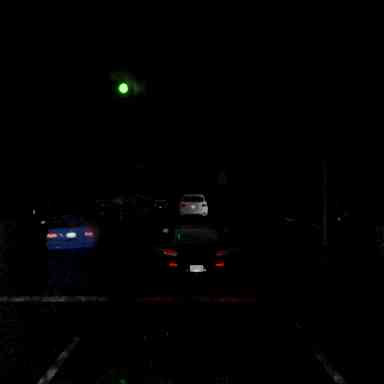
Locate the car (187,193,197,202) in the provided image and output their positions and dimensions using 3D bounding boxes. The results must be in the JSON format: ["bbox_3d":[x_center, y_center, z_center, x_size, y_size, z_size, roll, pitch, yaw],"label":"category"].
[{"bbox_3d":[-0.005,1.056,69.798,2.097,1.767,4.553,0,1,0],"label":"car"}]

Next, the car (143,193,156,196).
[{"bbox_3d":[-6.991,1.334,59.095,1.882,1.535,5.008,0,1,0],"label":"car"}]

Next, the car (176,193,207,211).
[{"bbox_3d":[0.101,1.186,27.654,2.150,2.045,5.566,0,0,0],"label":"car"}]

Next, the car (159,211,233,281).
[{"bbox_3d":[0.101,1.514,9.653,1.812,1.442,4.674,0,0,0],"label":"car"}]

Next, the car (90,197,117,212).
[{"bbox_3d":[-10.577,1.477,39.015,1.812,1.442,4.674,0,0,0],"label":"car"}]

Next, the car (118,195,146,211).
[{"bbox_3d":[-7.073,1.428,39.643,1.882,1.535,5.008,0,0,0],"label":"car"}]

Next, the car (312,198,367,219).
[{"bbox_3d":[12.014,1.320,26.569,4.553,1.767,2.097,0,0,-3],"label":"car"}]

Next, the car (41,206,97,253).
[{"bbox_3d":[-5.170,1.530,13.796,2.033,1.411,5.357,0,0,-23],"label":"car"}]

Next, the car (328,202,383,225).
[{"bbox_3d":[12.359,1.573,23.083,4.718,1.301,1.895,0,0,-3],"label":"car"}]

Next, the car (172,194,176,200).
[{"bbox_3d":[-3.576,1.171,73.226,2.033,1.411,5.357,0,1,-2],"label":"car"}]

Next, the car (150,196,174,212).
[{"bbox_3d":[-3.394,1.478,38.275,1.812,1.442,4.674,0,0,0],"label":"car"}]

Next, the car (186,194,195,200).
[{"bbox_3d":[-0.394,1.089,79.865,1.895,1.301,4.718,0,1,-5],"label":"car"}]

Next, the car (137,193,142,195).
[{"bbox_3d":[-10.491,1.345,57.989,1.882,1.535,5.008,0,1,0],"label":"car"}]

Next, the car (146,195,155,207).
[{"bbox_3d":[-7.018,1.497,48.630,1.994,1.385,4.181,0,0,1],"label":"car"}]
